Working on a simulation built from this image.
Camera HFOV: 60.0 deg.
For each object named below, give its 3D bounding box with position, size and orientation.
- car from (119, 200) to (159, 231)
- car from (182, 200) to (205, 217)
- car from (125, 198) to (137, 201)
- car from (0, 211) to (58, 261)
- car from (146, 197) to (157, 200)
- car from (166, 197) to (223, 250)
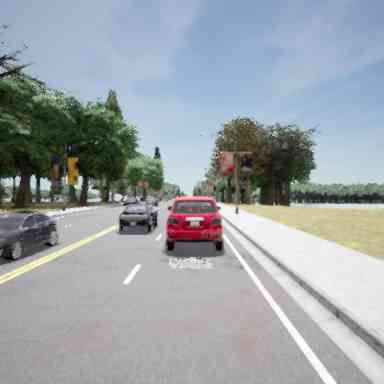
[{"bbox_3d":[-3.148,1.479,20.226,2.128,1.511,4.902,0,0,0],"label":"car"},{"bbox_3d":[0.105,1.547,32.121,2.033,1.411,5.357,0,0,0],"label":"car"},{"bbox_3d":[-9.803,1.681,53.862,2.033,1.411,5.357,0,-1,1],"label":"car"},{"bbox_3d":[-6.597,1.496,12.282,1.837,1.490,4.892,0,0,0],"label":"car"},{"bbox_3d":[-6.557,1.625,53.853,2.128,1.511,4.902,0,-1,0],"label":"car"},{"bbox_3d":[0.101,1.212,14.421,2.150,2.045,5.566,0,0,0],"label":"car"}]
